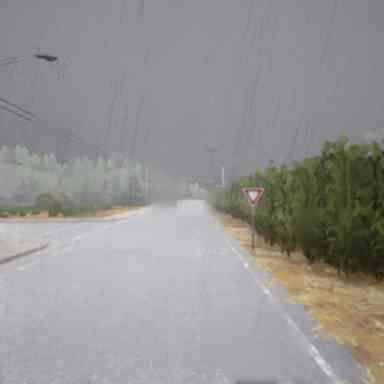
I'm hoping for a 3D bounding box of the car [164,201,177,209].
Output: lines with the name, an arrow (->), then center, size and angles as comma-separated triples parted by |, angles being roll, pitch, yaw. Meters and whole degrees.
car -> -3.542, 2.160, 55.495 | 1.994, 1.385, 4.181 | 0, -1, 0
